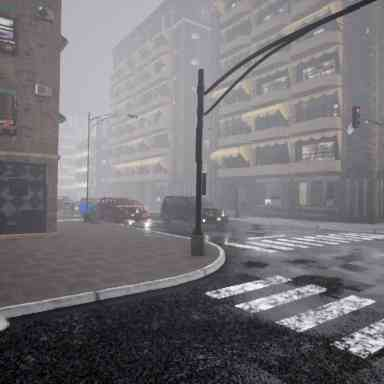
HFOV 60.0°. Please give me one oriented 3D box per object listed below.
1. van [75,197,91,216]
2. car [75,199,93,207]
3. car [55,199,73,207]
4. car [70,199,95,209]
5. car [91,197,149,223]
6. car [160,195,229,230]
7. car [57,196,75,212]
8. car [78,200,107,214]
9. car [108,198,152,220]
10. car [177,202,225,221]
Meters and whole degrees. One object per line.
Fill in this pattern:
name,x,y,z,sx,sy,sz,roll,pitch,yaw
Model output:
van,-8.848,1.354,29.956,1.690,1.788,3.998,1,-1,-35
car,-18.587,1.866,57.239,1.802,1.307,4.206,1,-1,-35
car,-22.568,1.848,58.590,1.895,1.301,4.718,1,-1,-36
car,-16.545,1.752,50.122,2.033,1.411,5.357,1,-1,-35
car,-5.615,1.309,25.412,2.192,1.841,5.009,1,-1,-35
car,-0.023,1.249,21.802,2.150,2.045,5.566,1,-1,-36
car,-15.310,1.368,39.044,2.192,1.841,5.009,1,-1,-35
car,-11.332,1.657,37.731,1.994,1.385,4.181,1,-1,-35
car,-5.596,1.410,29.647,2.097,1.767,4.553,1,-1,-35
car,0.703,1.685,30.116,1.752,1.417,4.829,1,-1,-35
